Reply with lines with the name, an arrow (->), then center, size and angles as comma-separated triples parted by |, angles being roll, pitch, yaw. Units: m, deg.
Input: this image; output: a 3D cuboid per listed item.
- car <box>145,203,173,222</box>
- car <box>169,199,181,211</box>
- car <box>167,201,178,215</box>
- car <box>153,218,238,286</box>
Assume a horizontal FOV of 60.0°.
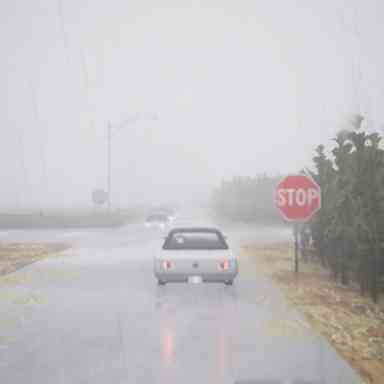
car -> -3.201, 2.068, 31.627 | 2.033, 1.411, 5.357 | 0, -1, 0
car -> -3.116, 2.190, 57.618 | 2.150, 2.045, 5.566 | 0, -1, 0
car -> -3.201, 2.204, 41.820 | 1.882, 1.535, 5.008 | 0, -1, 0
car -> 0.085, 1.658, 9.513 | 1.895, 1.301, 4.718 | 0, -1, 0
